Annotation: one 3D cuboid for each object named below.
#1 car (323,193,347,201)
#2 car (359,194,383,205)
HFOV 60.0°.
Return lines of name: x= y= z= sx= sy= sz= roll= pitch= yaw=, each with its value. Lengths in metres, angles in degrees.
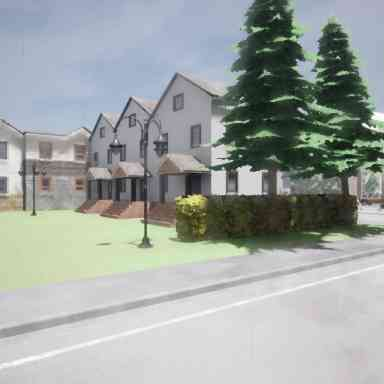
car: x=32.154 y=1.097 z=74.745 sx=1.932 sy=1.855 sz=4.605 roll=0 pitch=0 yaw=-36
car: x=27.287 y=1.097 z=49.291 sx=1.932 sy=1.855 sz=4.605 roll=0 pitch=0 yaw=-36
